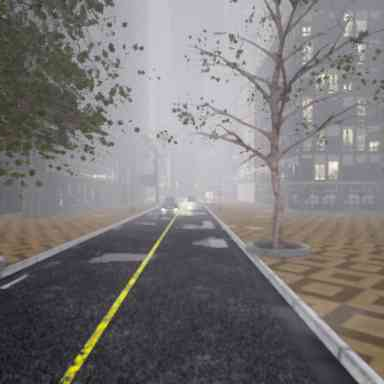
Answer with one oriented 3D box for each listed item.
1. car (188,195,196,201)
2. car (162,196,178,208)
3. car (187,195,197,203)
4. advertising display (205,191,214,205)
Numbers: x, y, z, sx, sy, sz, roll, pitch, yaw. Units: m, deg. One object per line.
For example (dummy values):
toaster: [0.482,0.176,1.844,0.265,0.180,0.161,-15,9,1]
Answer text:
car: [-0.017,1.480,82.863,1.812,1.442,4.674,0,0,0]
car: [-3.082,1.384,47.233,2.097,1.767,4.553,0,0,0]
car: [-0.015,1.479,68.939,1.837,1.490,4.892,0,0,0]
advertising display: [3.134,1.075,59.609,1.540,2.440,0.280,1,0,0]
